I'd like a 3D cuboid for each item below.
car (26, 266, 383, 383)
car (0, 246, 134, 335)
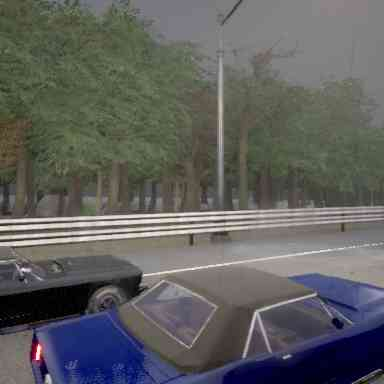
[{"bbox_3d":[0.791,1.601,3.904,4.718,1.301,1.895,0,0,-31],"label":"car"},{"bbox_3d":[-3.183,1.600,5.577,4.718,1.301,1.895,0,0,-32],"label":"car"}]
